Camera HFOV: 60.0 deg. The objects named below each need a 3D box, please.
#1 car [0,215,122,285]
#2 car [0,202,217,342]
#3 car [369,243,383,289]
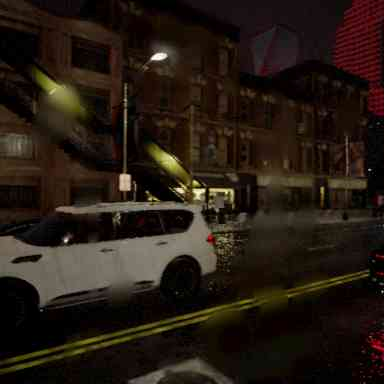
[{"bbox_3d":[-4.638,1.522,9.283,4.892,1.490,1.837,1,0,-36],"label":"car"},{"bbox_3d":[-2.029,1.246,6.845,5.566,2.045,2.150,1,0,-36],"label":"car"},{"bbox_3d":[6.280,1.612,8.233,4.892,1.490,1.837,1,0,-35],"label":"car"}]
